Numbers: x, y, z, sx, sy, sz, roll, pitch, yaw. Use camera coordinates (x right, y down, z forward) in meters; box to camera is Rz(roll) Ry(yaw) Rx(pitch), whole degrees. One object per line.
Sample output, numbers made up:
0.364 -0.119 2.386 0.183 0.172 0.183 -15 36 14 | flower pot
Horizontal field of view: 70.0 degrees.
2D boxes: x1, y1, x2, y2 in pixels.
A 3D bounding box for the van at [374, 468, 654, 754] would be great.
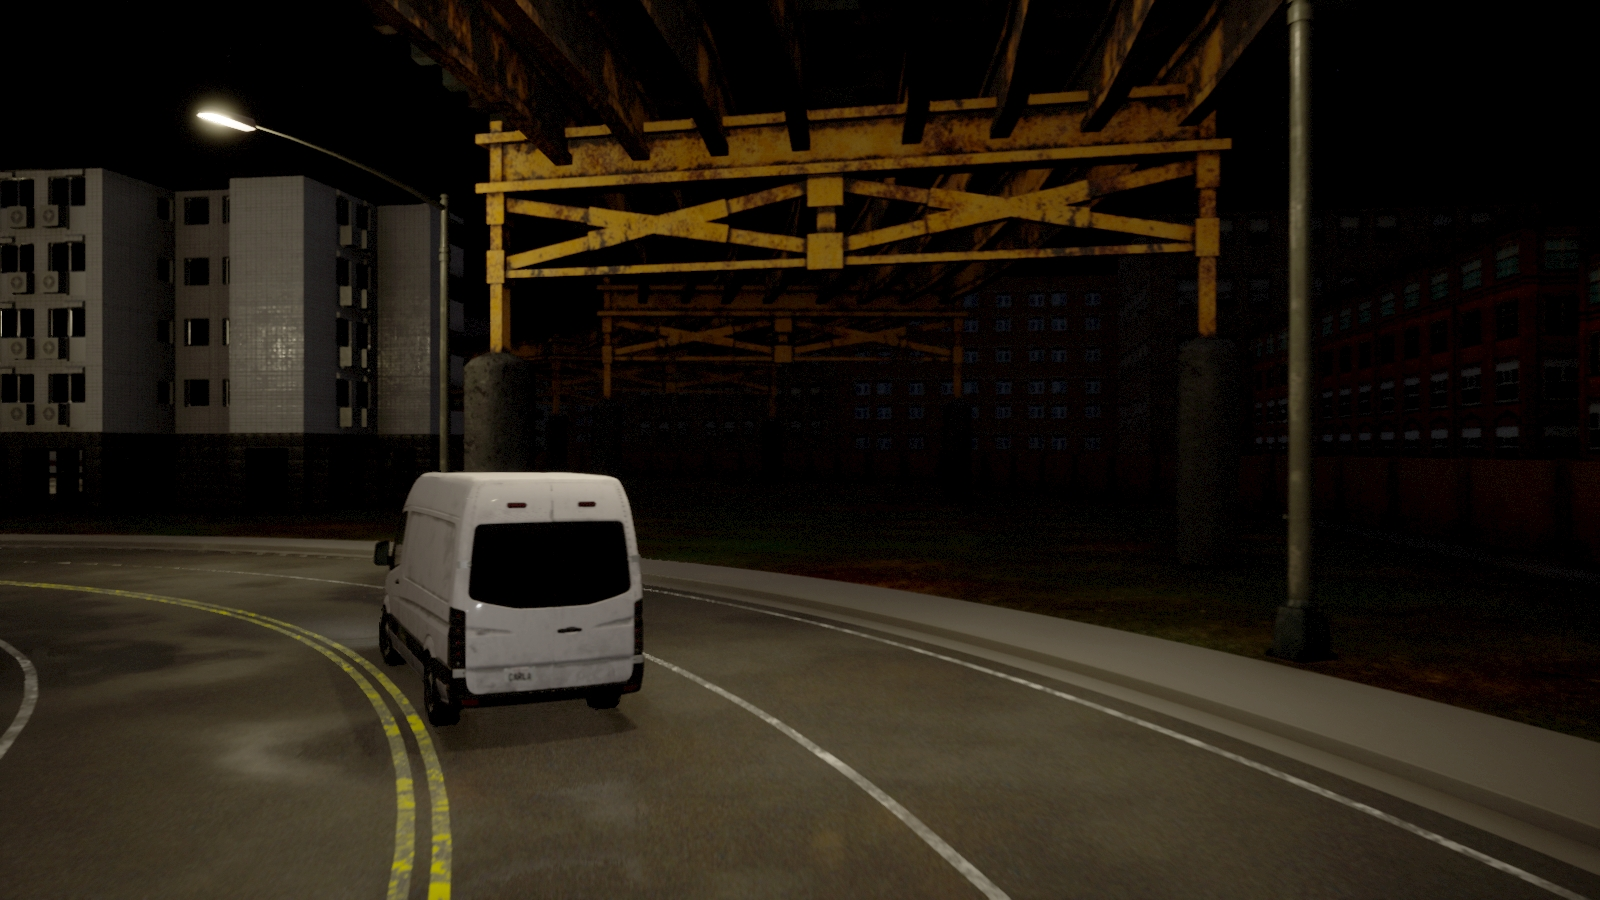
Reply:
-3.686 1.535 13.655 1.988 2.561 5.915 0 0 -27 | van
